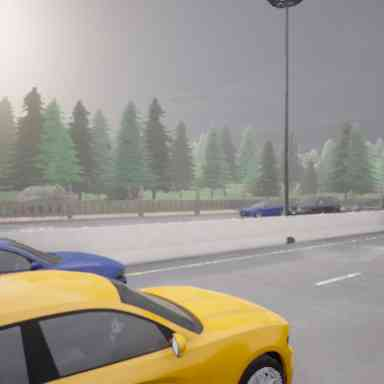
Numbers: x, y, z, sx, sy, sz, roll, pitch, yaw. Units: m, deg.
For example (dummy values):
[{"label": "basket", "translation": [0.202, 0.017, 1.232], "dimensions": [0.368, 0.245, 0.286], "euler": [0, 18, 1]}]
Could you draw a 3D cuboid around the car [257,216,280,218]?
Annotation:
[{"label": "car", "translation": [6.519, 1.599, 30.043], "dimensions": [5.008, 1.535, 1.882], "euler": [0, 0, -34]}]

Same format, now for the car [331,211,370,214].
[{"label": "car", "translation": [13.347, 1.703, 26.222], "dimensions": [4.181, 1.385, 1.994], "euler": [0, 0, -34]}]

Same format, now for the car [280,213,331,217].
[{"label": "car", "translation": [10.529, 1.359, 28.570], "dimensions": [5.566, 2.045, 2.150], "euler": [1, 0, -34]}]

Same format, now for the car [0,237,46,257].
[{"label": "car", "translation": [-3.530, 1.479, 5.527], "dimensions": [5.008, 1.535, 1.882], "euler": [0, 0, -36]}]

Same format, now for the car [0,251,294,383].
[{"label": "car", "translation": [-1.192, 1.481, 2.896], "dimensions": [5.008, 1.535, 1.882], "euler": [0, 0, -36]}]
